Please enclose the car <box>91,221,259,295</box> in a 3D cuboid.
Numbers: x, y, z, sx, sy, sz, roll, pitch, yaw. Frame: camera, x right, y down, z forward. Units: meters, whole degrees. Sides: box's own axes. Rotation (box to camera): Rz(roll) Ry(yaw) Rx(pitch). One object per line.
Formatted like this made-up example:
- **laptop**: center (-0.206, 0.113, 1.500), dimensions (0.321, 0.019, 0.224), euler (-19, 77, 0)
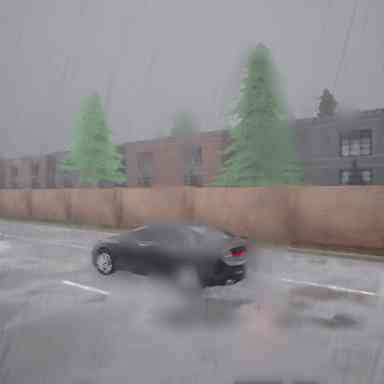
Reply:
- **car**: center (-0.658, 1.534, 8.868), dimensions (4.892, 1.490, 1.837), euler (0, 0, 36)
